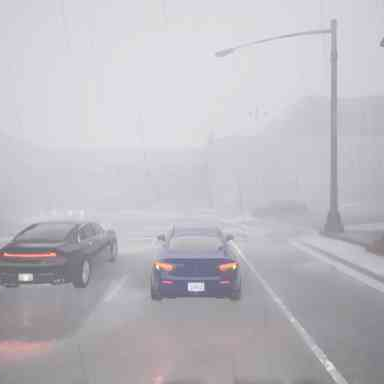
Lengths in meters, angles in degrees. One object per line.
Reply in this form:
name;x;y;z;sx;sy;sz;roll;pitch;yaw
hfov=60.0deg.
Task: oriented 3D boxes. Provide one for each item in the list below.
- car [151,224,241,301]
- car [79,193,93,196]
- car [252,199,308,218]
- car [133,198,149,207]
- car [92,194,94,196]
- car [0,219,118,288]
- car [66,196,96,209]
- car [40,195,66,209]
car;0.091;1.526;8.230;1.812;1.442;4.674;0;0;0
car;-18.485;1.216;57.586;2.150;2.045;5.566;0;1;-1
car;7.480;1.379;28.407;4.674;1.442;1.812;-4;0;1
car;-7.628;1.563;50.047;1.994;1.385;4.181;0;0;-1
car;-14.961;1.477;56.299;1.882;1.535;5.008;0;0;-1
car;-3.399;1.504;9.243;1.837;1.490;4.892;0;0;0
car;-14.697;1.600;44.306;1.895;1.301;4.718;0;0;-1
car;-18.188;1.351;43.941;2.097;1.767;4.553;0;0;-1
